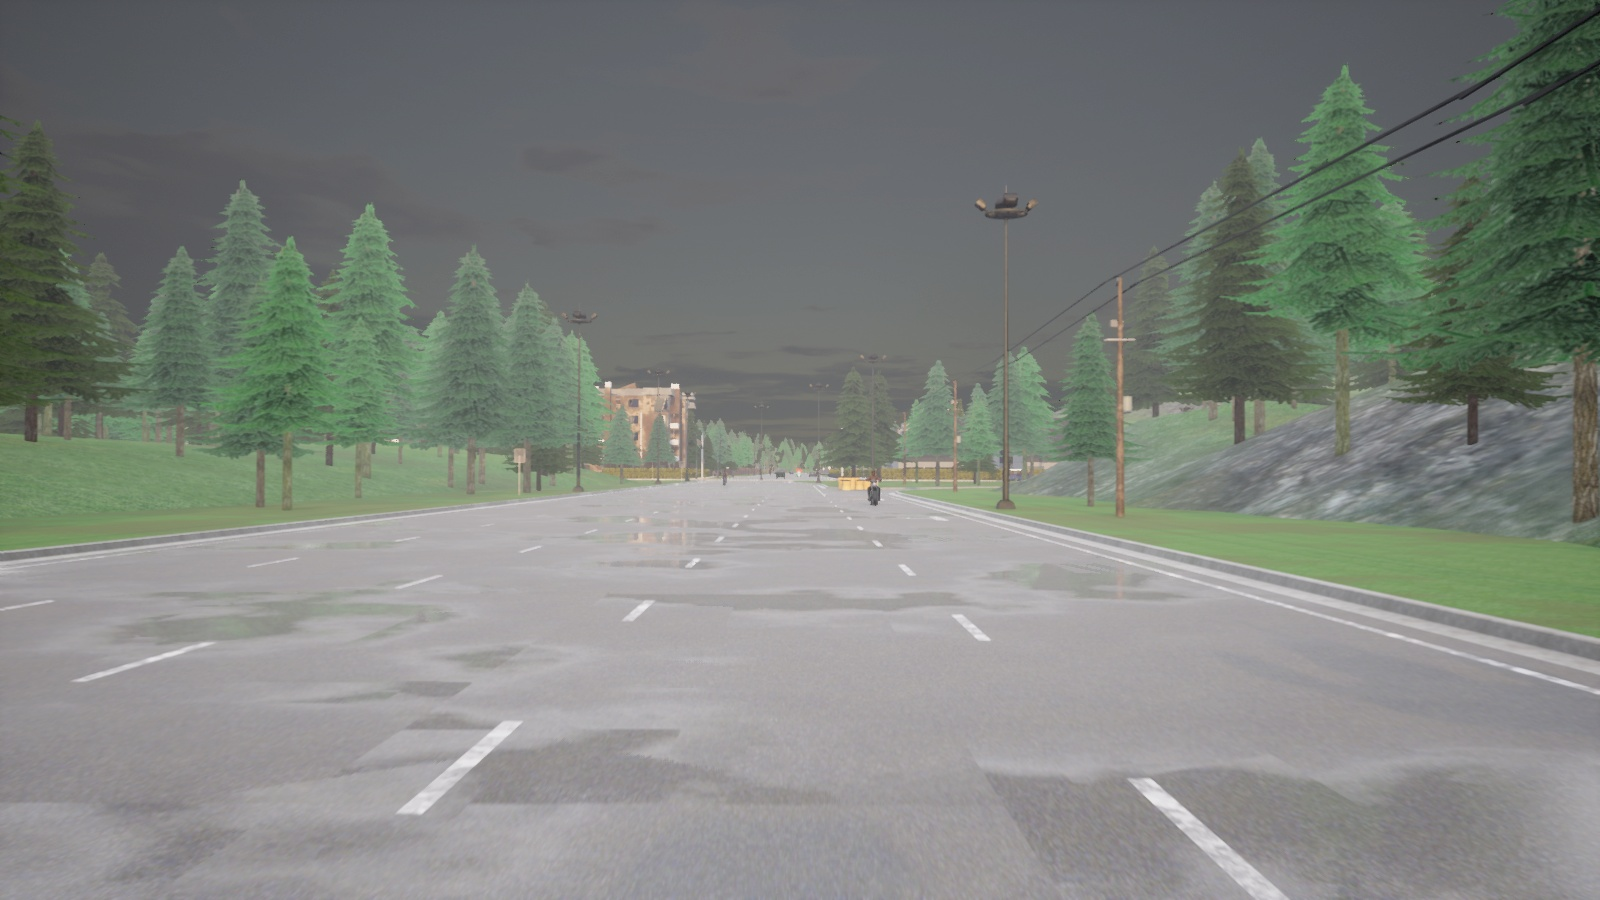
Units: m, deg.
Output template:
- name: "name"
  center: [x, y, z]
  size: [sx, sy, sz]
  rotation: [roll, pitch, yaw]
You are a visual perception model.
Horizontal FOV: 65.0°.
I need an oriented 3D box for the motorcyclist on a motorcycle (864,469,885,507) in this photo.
- name: "motorcyclist on a motorcycle"
  center: [3.370, 1.703, 56.856]
  size: [0.766, 1.649, 2.350]
  rotation: [0, -1, 0]
